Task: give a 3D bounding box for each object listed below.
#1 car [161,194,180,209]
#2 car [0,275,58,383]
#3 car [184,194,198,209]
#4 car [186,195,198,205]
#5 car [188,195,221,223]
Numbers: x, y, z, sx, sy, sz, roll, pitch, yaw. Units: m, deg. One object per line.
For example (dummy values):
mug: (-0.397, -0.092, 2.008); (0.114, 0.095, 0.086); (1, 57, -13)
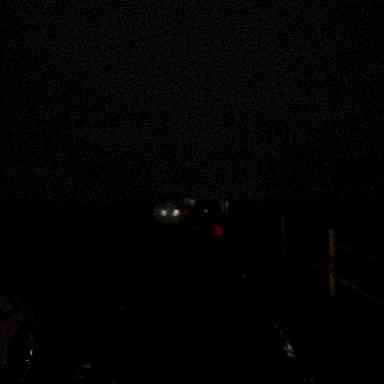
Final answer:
car: (-2.829, 1.230, 44.606); (2.150, 2.045, 5.566); (0, 0, 0)
car: (-2.853, 1.547, 2.519); (2.033, 1.411, 5.357); (0, 0, 0)
car: (0.026, 1.235, 45.601); (2.150, 2.045, 5.566); (0, 0, 0)
car: (0.015, 1.380, 62.331); (2.097, 1.767, 4.553); (0, 0, 0)
car: (0.967, 1.352, 25.256); (2.097, 1.767, 4.553); (0, 0, 0)
